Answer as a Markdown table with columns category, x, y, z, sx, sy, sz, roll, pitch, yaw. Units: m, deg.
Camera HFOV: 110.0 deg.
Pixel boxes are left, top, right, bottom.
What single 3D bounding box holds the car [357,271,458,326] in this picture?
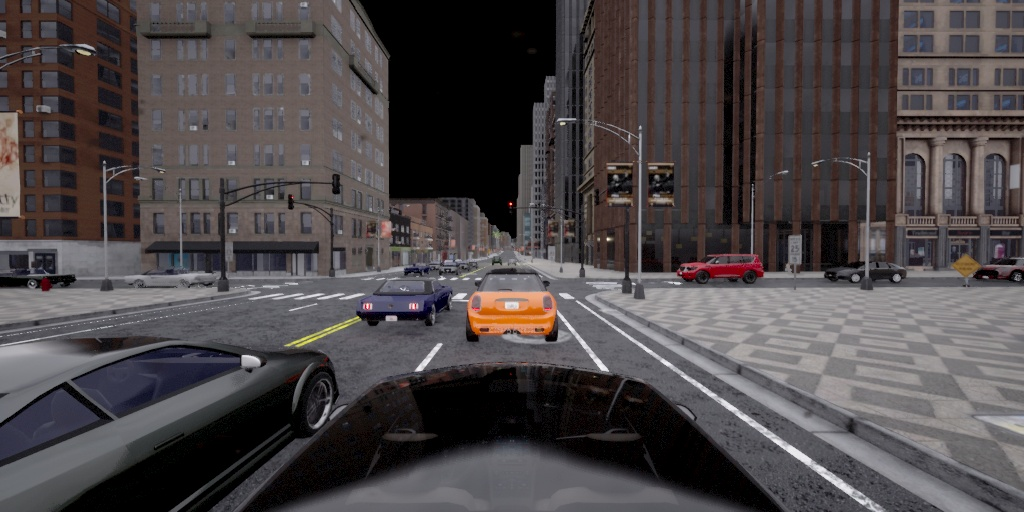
| category | x | y | z | sx | sy | sz | roll | pitch | yaw |
| --- | --- | --- | --- | --- | --- | --- | --- | --- | --- |
| car | -3.152 | 1.350 | 11.610 | 1.895 | 1.301 | 4.718 | 0 | 0 | 0 |

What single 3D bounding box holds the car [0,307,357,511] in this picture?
| category | x | y | z | sx | sy | sz | roll | pitch | yaw |
| --- | --- | --- | --- | --- | --- | --- | --- | --- | --- |
| car | -3.158 | 1.314 | 2.790 | 1.994 | 1.385 | 4.181 | 0 | 0 | 1 |

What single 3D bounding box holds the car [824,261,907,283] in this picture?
| category | x | y | z | sx | sy | sz | roll | pitch | yaw |
| --- | --- | --- | --- | --- | --- | --- | --- | --- | --- |
| car | 25.215 | 1.118 | 25.675 | 4.892 | 1.490 | 1.837 | 0 | 1 | 0 |

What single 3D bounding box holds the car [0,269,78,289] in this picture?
| category | x | y | z | sx | sy | sz | roll | pitch | yaw |
| --- | --- | --- | --- | --- | --- | --- | --- | --- | --- |
| car | -31.995 | 1.477 | 23.660 | 4.718 | 1.301 | 1.895 | 0 | 1 | 0 |

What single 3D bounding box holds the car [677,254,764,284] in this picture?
| category | x | y | z | sx | sy | sz | roll | pitch | yaw |
| --- | --- | --- | --- | --- | --- | --- | --- | --- | --- |
| car | 14.833 | 0.876 | 25.634 | 5.566 | 2.045 | 2.150 | 0 | 1 | 0 |

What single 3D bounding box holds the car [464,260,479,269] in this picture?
| category | x | y | z | sx | sy | sz | roll | pitch | yaw |
| --- | --- | --- | --- | --- | --- | --- | --- | --- | --- |
| car | -6.598 | 1.343 | 58.824 | 1.994 | 1.385 | 4.181 | 0 | 0 | 0 |

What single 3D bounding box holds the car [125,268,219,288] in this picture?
| category | x | y | z | sx | sy | sz | roll | pitch | yaw |
| --- | --- | --- | --- | --- | --- | --- | --- | --- | --- |
| car | -22.194 | 1.444 | 23.557 | 4.718 | 1.301 | 1.895 | 0 | 1 | 2 |

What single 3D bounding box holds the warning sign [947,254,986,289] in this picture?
| category | x | y | z | sx | sy | sz | roll | pitch | yaw |
| --- | --- | --- | --- | --- | --- | --- | --- | --- | --- |
| warning sign | 25.172 | 0.827 | 19.872 | 1.060 | 1.860 | 1.300 | 0 | 0 | 0 |

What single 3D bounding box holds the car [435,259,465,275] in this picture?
| category | x | y | z | sx | sy | sz | roll | pitch | yaw |
| --- | --- | --- | --- | --- | --- | --- | --- | --- | --- |
| car | -6.611 | 1.331 | 38.845 | 1.994 | 1.385 | 4.181 | 0 | 0 | 0 |

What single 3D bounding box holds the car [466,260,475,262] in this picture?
| category | x | y | z | sx | sy | sz | roll | pitch | yaw |
| --- | --- | --- | --- | --- | --- | --- | --- | --- | --- |
| car | -6.613 | 1.338 | 48.804 | 1.994 | 1.385 | 4.181 | 0 | 0 | 0 |

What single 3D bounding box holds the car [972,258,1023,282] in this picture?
| category | x | y | z | sx | sy | sz | roll | pitch | yaw |
| --- | --- | --- | --- | --- | --- | --- | --- | --- | --- |
| car | 36.214 | 0.921 | 25.707 | 4.553 | 1.767 | 2.097 | 0 | 1 | 0 |

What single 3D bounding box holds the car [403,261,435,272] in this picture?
| category | x | y | z | sx | sy | sz | roll | pitch | yaw |
| --- | --- | --- | --- | --- | --- | --- | --- | --- | --- |
| car | -9.862 | 1.367 | 37.637 | 1.895 | 1.301 | 4.718 | 0 | 0 | 0 |

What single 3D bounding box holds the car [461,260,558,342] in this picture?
| category | x | y | z | sx | sy | sz | roll | pitch | yaw |
| --- | --- | --- | --- | --- | --- | --- | --- | --- | --- |
| car | 0.007 | 1.101 | 9.959 | 2.097 | 1.767 | 4.553 | 0 | 0 | 0 |
